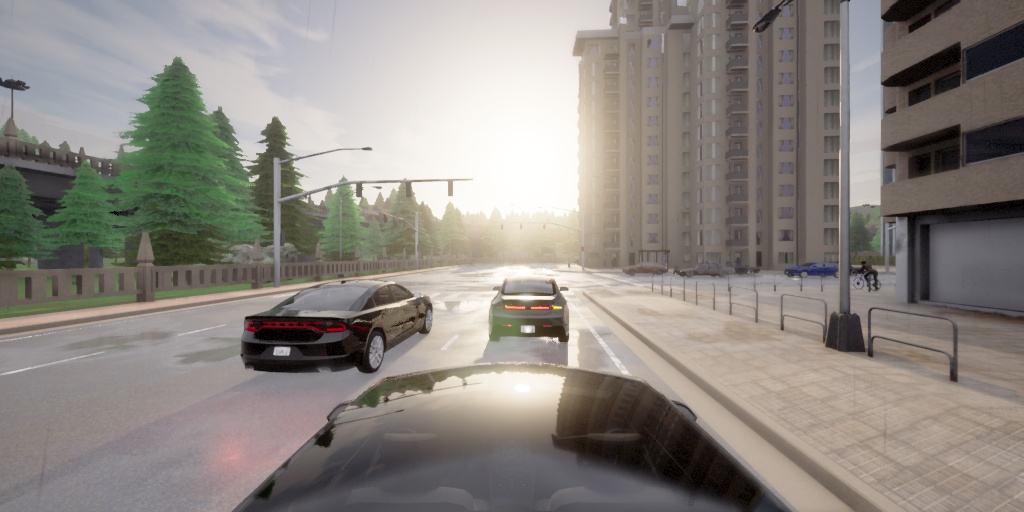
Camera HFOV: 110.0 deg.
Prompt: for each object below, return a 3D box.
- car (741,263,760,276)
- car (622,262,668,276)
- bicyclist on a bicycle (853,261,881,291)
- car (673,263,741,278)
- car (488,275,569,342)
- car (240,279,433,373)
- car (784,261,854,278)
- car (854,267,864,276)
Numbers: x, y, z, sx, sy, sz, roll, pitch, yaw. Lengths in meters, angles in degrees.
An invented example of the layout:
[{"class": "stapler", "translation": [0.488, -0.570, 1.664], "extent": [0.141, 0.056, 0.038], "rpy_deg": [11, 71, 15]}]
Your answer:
[{"class": "car", "translation": [23.221, 1.406, 37.811], "extent": [4.718, 1.301, 1.895], "rpy_deg": [0, 0, 3]}, {"class": "car", "translation": [14.165, 1.331, 38.256], "extent": [4.674, 1.442, 1.812], "rpy_deg": [0, 0, 4]}, {"class": "bicyclist on a bicycle", "translation": [19.757, 1.107, 19.981], "extent": [0.582, 1.620, 1.656], "rpy_deg": [0, 0, 3]}, {"class": "car", "translation": [18.477, 1.352, 34.541], "extent": [5.357, 1.411, 2.033], "rpy_deg": [0, 0, 3]}, {"class": "car", "translation": [0.494, 1.255, 9.781], "extent": [1.837, 1.490, 4.892], "rpy_deg": [0, 0, 4]}, {"class": "car", "translation": [-3.161, 1.228, 7.662], "extent": [1.882, 1.535, 5.008], "rpy_deg": [0, 0, 4]}, {"class": "car", "translation": [28.723, 1.283, 34.026], "extent": [5.008, 1.535, 1.882], "rpy_deg": [0, 0, 3]}, {"class": "car", "translation": [33.370, 1.406, 37.281], "extent": [4.718, 1.301, 1.895], "rpy_deg": [0, 0, 3]}]
